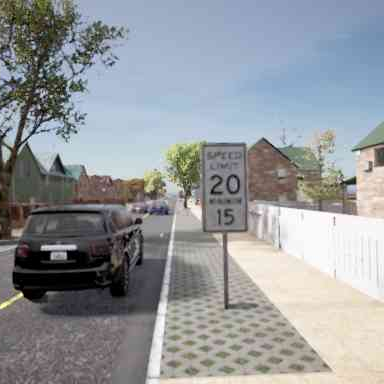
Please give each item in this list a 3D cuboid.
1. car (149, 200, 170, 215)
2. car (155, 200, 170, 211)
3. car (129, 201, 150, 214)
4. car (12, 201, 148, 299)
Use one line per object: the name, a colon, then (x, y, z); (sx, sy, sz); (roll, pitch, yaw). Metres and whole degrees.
car: (-3.869, 1.771, 39.532); (2.097, 1.767, 4.553); (-1, -1, -2)
car: (-4.354, 2.002, 49.784); (1.882, 1.535, 5.008); (-1, -1, -2)
car: (-6.857, 2.005, 43.938); (2.128, 1.511, 4.902); (-1, -1, -2)
car: (-2.614, 1.321, 8.923); (2.150, 2.045, 5.566); (-1, -1, -2)
